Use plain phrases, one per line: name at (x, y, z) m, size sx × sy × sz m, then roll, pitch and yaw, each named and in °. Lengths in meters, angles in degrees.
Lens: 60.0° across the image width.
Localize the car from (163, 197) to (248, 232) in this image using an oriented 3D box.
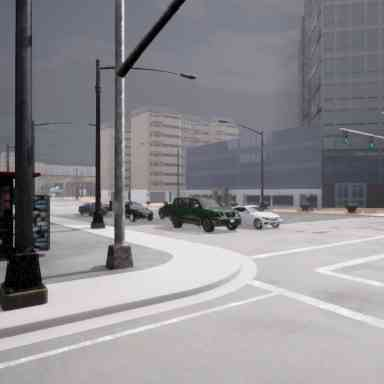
car at (0.673, 1.335, 21.289) m, size 2.150 × 2.045 × 5.566 m, roll 0°, pitch -1°, yaw -36°

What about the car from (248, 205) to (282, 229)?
car at (3.940, 1.635, 22.720) m, size 1.812 × 1.442 × 4.674 m, roll 0°, pitch -1°, yaw -35°

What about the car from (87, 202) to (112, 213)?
car at (-12.706, 2.060, 45.741) m, size 1.994 × 1.385 × 4.181 m, roll 0°, pitch -1°, yaw -35°

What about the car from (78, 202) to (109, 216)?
car at (-11.381, 1.939, 37.903) m, size 2.033 × 1.411 × 5.357 m, roll 0°, pitch -1°, yaw -36°

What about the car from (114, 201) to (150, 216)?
car at (-6.873, 1.841, 37.649) m, size 2.128 × 1.511 × 4.902 m, roll 0°, pitch -1°, yaw -36°

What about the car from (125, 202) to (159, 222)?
car at (-5.135, 1.741, 29.287) m, size 1.837 × 1.490 × 4.892 m, roll 0°, pitch -1°, yaw -36°

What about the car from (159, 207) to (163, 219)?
car at (-1.360, 1.740, 30.107) m, size 1.812 × 1.442 × 4.674 m, roll 0°, pitch -1°, yaw -36°
